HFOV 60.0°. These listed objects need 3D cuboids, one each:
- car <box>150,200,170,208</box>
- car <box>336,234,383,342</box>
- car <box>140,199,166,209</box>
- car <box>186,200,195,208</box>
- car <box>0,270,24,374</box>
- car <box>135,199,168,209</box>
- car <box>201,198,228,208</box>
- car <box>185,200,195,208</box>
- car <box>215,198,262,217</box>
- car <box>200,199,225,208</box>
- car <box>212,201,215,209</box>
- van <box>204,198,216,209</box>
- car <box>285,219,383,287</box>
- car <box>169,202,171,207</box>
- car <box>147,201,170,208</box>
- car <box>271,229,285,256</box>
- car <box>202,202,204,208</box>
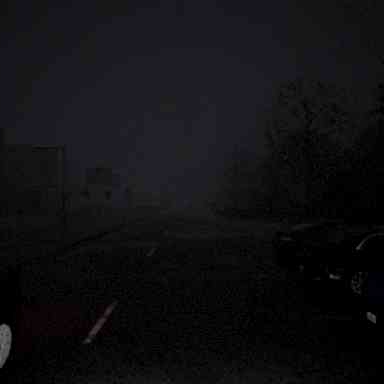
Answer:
[{"bbox_3d":[-7.509,2.864,78.294,4.553,1.767,2.185,0,-2,-1],"label":"car"},{"bbox_3d":[5.093,1.537,4.814,5.008,1.535,2.097,0,-1,0],"label":"car"},{"bbox_3d":[-7.348,2.292,63.124,4.553,1.767,2.185,0,-2,0],"label":"car"},{"bbox_3d":[-0.253,2.670,68.817,2.033,1.411,5.357,0,-2,-1],"label":"car"},{"bbox_3d":[-3.284,1.511,2.719,1.882,1.535,5.008,0,-1,-2],"label":"car"},{"bbox_3d":[-7.540,2.331,60.202,5.366,1.575,1.946,0,-2,0],"label":"car"},{"bbox_3d":[4.797,2.432,70.832,5.566,2.045,2.435,0,-2,-1],"label":"car"},{"bbox_3d":[-0.367,2.817,79.205,2.097,1.767,4.553,0,-3,2],"label":"car"},{"bbox_3d":[5.132,1.771,35.699,4.553,1.767,2.185,0,-1,0],"label":"car"},{"bbox_3d":[4.727,2.655,76.290,5.566,2.045,2.435,0,-2,-1],"label":"car"},{"bbox_3d":[5.061,1.975,38.866,4.674,1.452,2.002,0,-1,0],"label":"car"},{"bbox_3d":[4.801,2.094,59.663,4.442,1.987,1.878,0,-2,0],"label":"van"},{"bbox_3d":[5.083,1.576,8.087,4.892,1.521,2.231,0,-1,0],"label":"car"},{"bbox_3d":[-7.435,2.490,72.351,5.566,2.045,2.435,0,-2,-1],"label":"car"},{"bbox_3d":[-7.496,2.862,75.256,5.008,1.535,2.097,0,-2,-1],"label":"car"},{"bbox_3d":[5.087,1.653,11.362,4.674,1.452,2.002,0,-1,0],"label":"car"},{"bbox_3d":[5.080,2.398,62.452,5.366,1.575,1.946,0,-2,0],"label":"car"}]
